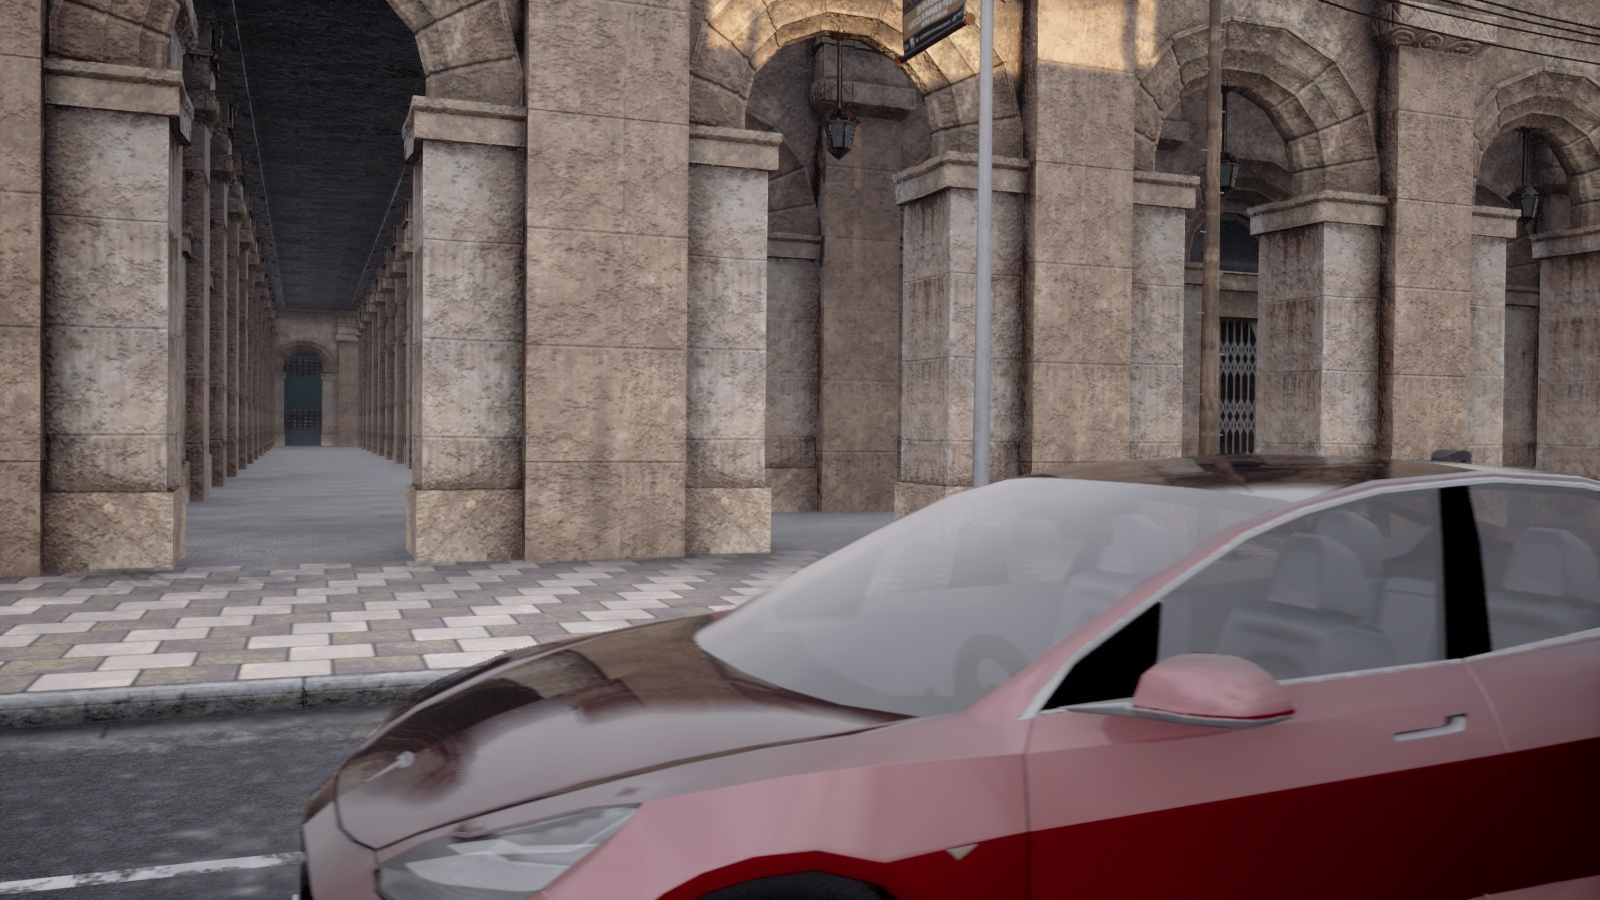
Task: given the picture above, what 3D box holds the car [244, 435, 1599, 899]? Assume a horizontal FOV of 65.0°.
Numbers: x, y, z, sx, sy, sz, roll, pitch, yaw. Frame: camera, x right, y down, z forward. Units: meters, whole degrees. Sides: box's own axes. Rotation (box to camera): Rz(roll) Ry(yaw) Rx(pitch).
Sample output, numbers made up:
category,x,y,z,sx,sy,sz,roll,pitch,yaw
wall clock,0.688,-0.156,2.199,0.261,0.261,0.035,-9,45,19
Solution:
category,x,y,z,sx,sy,sz,roll,pitch,yaw
car,1.059,0.727,3.677,4.792,1.488,2.163,-1,1,-21
